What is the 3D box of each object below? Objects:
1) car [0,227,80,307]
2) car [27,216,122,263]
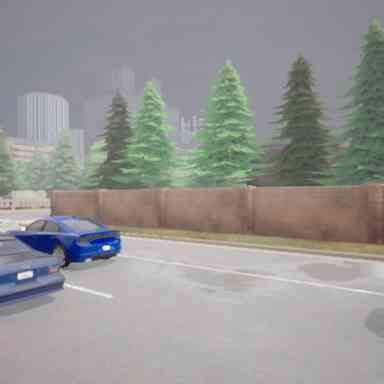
[{"bbox_3d":[-5.162,1.626,7.688,5.357,1.411,2.033,-1,0,36],"label":"car"},{"bbox_3d":[-4.627,1.574,11.611,5.008,1.535,1.882,0,0,36],"label":"car"}]
